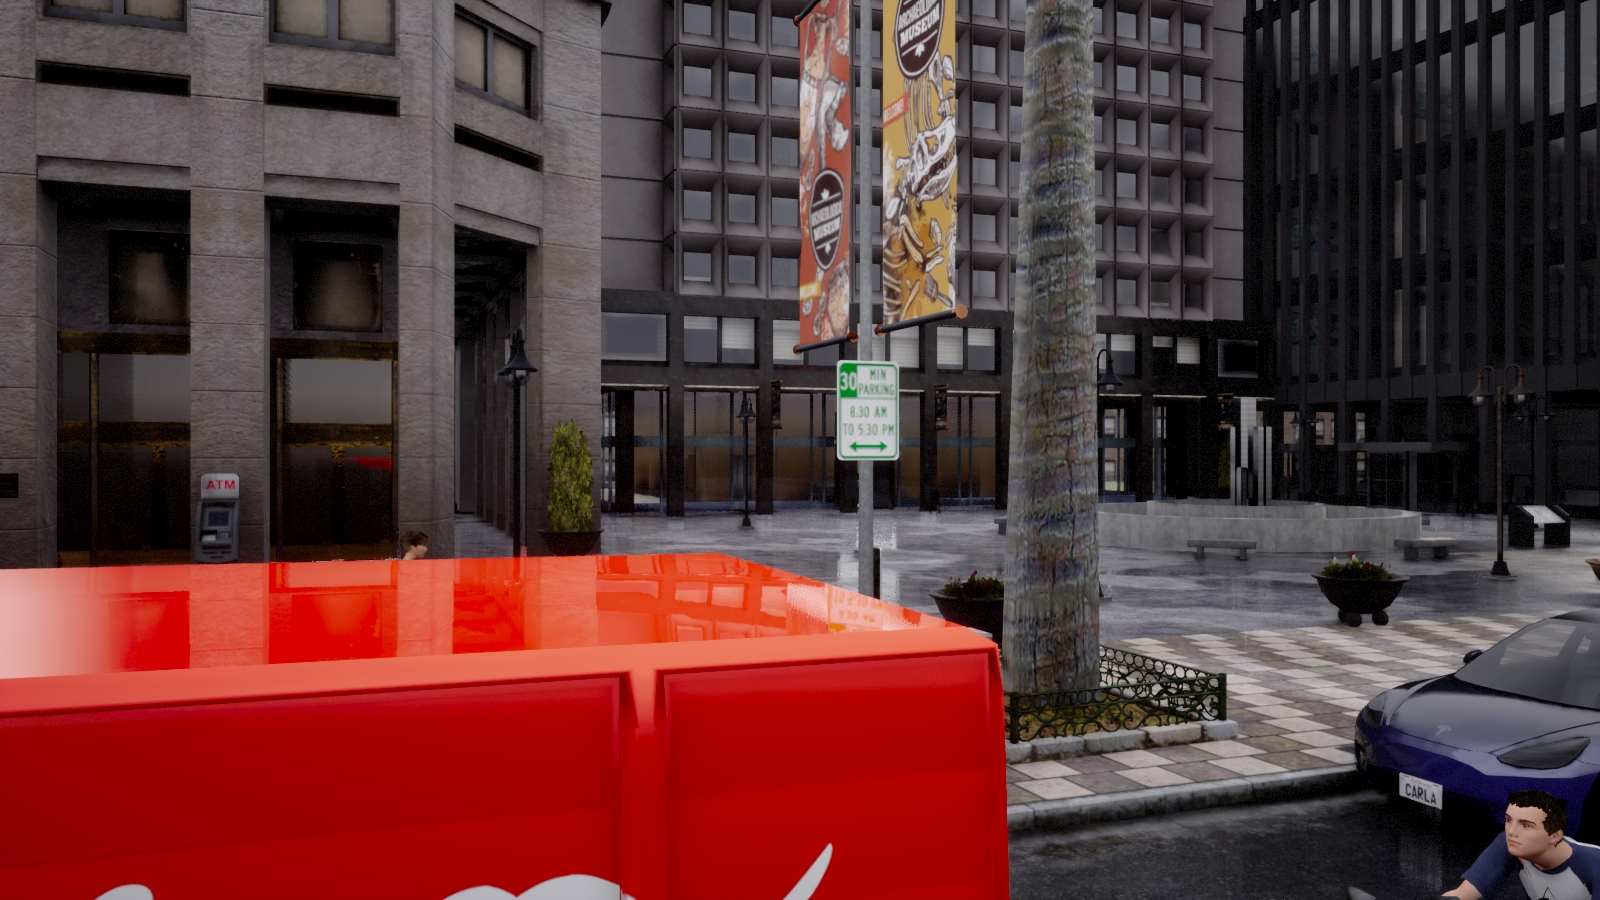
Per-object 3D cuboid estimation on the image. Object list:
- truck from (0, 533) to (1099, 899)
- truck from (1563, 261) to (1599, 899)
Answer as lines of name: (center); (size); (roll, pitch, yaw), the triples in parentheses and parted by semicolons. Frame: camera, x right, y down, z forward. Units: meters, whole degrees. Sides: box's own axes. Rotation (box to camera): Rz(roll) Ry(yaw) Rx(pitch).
truck: (-2.337, 1.568, 2.464); (5.204, 2.467, 2.627); (0, 0, -20)
truck: (8.736, 0.895, 6.469); (8.468, 3.827, 2.891); (0, 0, -20)
